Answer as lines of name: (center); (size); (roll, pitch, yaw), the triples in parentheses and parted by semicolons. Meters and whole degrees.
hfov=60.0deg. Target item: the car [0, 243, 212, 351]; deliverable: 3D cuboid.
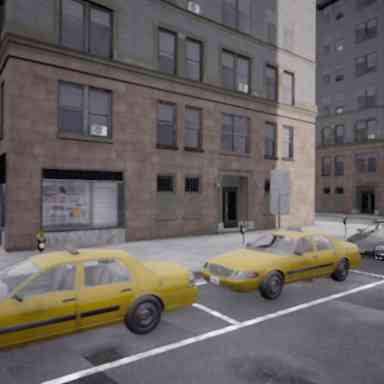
car: (-2.163, 1.536, 5.222); (4.829, 1.417, 1.752); (1, 0, -36)

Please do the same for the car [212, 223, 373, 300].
car: (2.452, 1.587, 8.516); (4.829, 1.417, 1.752); (1, 0, -36)

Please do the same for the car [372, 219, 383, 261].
car: (7.203, 1.663, 11.906); (4.403, 1.369, 2.008); (1, 0, -36)
